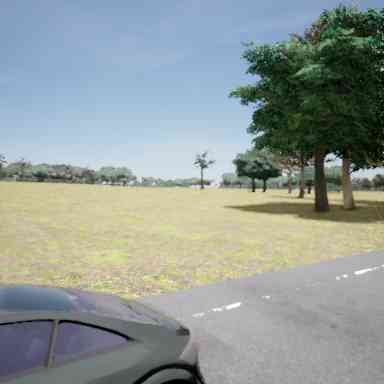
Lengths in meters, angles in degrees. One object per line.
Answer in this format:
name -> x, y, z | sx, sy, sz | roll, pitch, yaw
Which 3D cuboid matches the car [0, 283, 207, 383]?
car -> -1.914, 1.564, 2.629 | 4.181, 1.385, 1.994 | 0, 0, -36
